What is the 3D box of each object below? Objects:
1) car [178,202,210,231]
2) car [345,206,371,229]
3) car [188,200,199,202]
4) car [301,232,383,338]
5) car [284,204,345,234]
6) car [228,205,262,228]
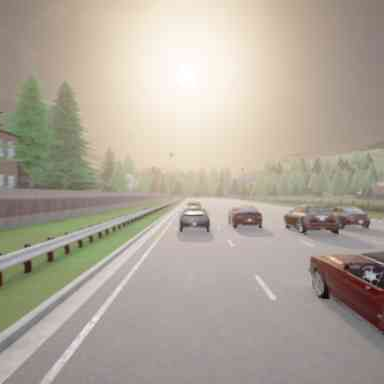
[{"bbox_3d":[0.159,1.643,21.424,2.128,1.511,4.902,0,0,0],"label":"car"},{"bbox_3d":[10.665,1.721,23.298,1.812,1.442,4.674,0,0,0],"label":"car"},{"bbox_3d":[0.215,1.786,39.815,1.837,1.490,4.892,0,0,0],"label":"car"},{"bbox_3d":[3.610,1.652,5.649,1.895,1.301,4.718,0,0,0],"label":"car"},{"bbox_3d":[7.156,1.517,20.404,2.097,1.767,4.553,0,0,0],"label":"car"},{"bbox_3d":[3.665,1.654,23.555,1.882,1.535,5.008,0,0,0],"label":"car"}]
